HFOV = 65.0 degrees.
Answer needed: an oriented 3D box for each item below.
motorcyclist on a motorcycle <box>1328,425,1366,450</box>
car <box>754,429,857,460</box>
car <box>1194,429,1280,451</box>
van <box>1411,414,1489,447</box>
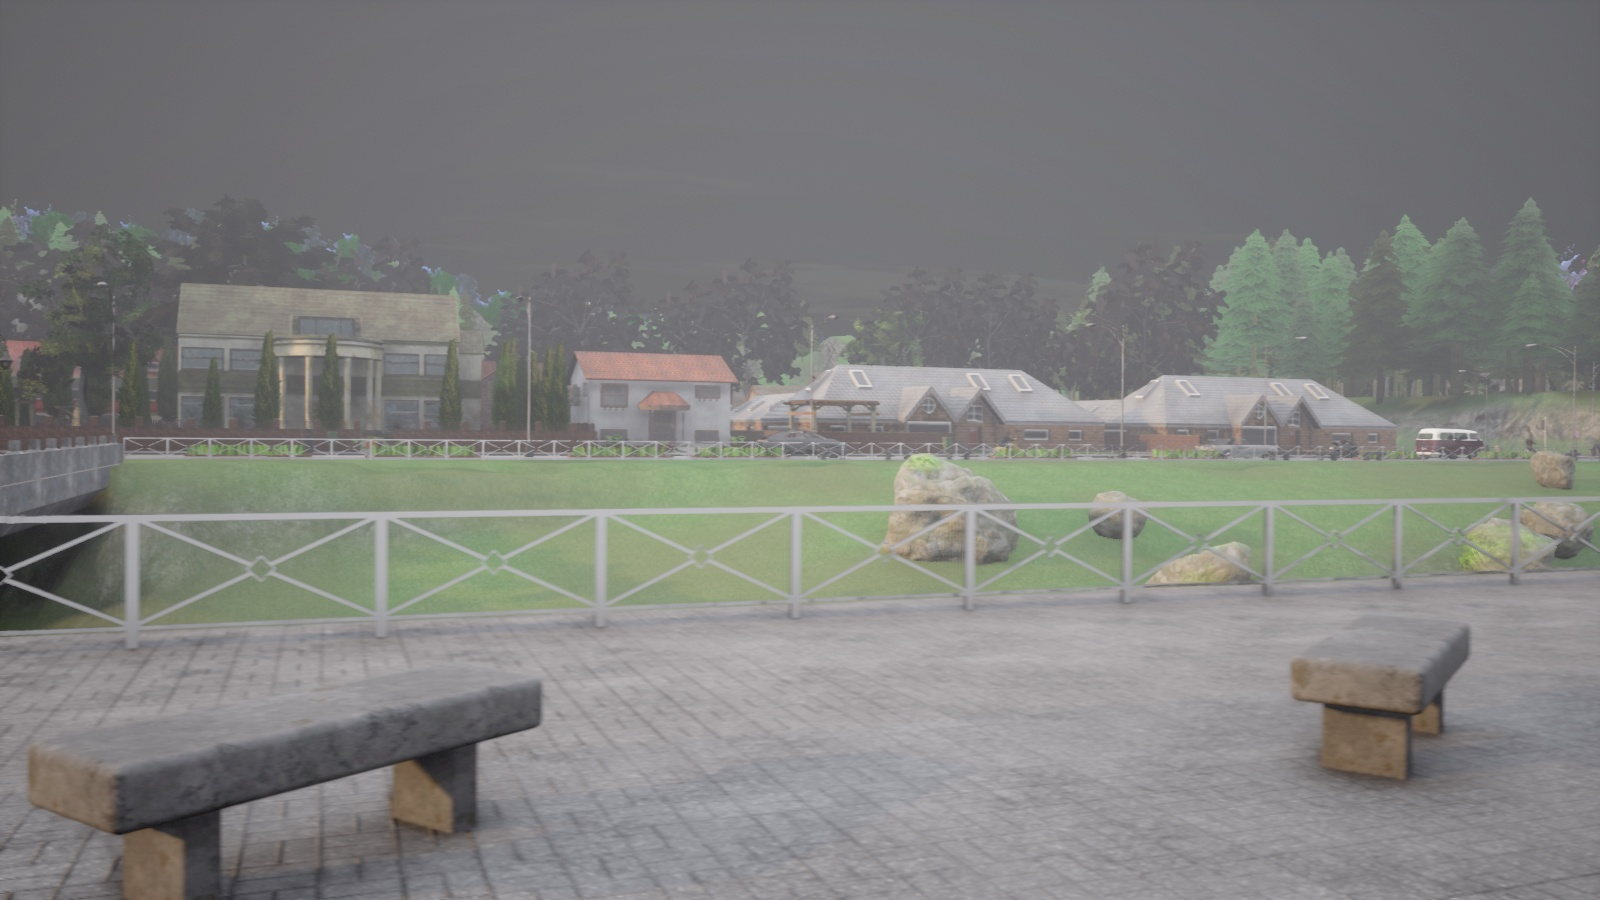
[{"bbox_3d":[34.141,-0.812,78.412,2.191,1.530,0.866,-1,1,-21],"label":"motorcyclist on a motorcycle"},{"bbox_3d":[0.289,-0.316,65.568,4.902,1.511,2.128,-1,1,-21],"label":"car"},{"bbox_3d":[26.245,-0.613,75.417,4.718,1.301,1.895,-1,1,-21],"label":"car"},{"bbox_3d":[42.160,-1.260,81.452,4.480,2.038,2.069,-1,1,-21],"label":"van"}]
